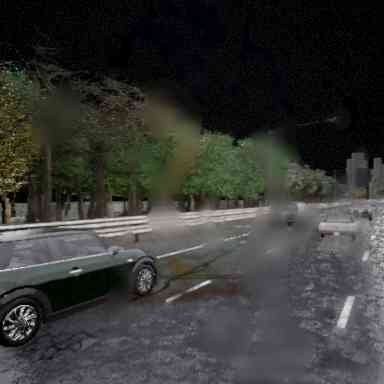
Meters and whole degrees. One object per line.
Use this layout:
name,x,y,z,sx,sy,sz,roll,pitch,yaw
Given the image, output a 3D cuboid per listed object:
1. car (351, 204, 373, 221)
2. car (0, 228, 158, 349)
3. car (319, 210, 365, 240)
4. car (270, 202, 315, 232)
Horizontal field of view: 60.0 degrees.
car,18.115,2.060,35.506,2.097,1.767,4.553,-1,-2,30
car,-2.686,1.533,7.003,2.097,1.767,4.553,-1,-1,30
car,8.952,2.002,19.899,1.895,1.301,4.718,-1,-2,31
car,7.355,1.731,24.130,2.150,2.045,5.566,-1,-2,30
